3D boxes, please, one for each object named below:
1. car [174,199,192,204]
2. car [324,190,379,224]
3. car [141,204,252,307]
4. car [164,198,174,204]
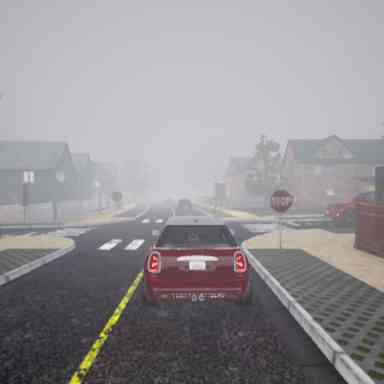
[{"bbox_3d":[-1.000,1.611,42.389,1.837,1.490,4.892,0,0,-5],"label":"car"},{"bbox_3d":[11.554,0.910,21.517,5.566,2.045,2.150,-1,0,1],"label":"car"},{"bbox_3d":[0.045,1.349,8.151,2.097,1.767,4.553,0,0,-1],"label":"car"},{"bbox_3d":[-4.605,1.836,67.793,1.994,1.385,4.181,0,-1,-11],"label":"car"}]
